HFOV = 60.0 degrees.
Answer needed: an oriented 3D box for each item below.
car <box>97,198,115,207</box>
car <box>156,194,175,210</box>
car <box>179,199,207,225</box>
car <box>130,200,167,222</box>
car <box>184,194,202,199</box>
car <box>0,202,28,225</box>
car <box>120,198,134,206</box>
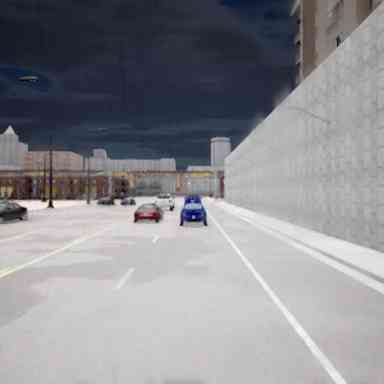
[{"bbox_3d":[-14.037,1.612,54.506,2.033,1.411,5.357,0,0,1],"label":"car"},{"bbox_3d":[-3.422,1.275,42.882,2.150,2.045,5.566,0,0,0],"label":"car"},{"bbox_3d":[0.106,1.507,24.400,1.882,1.535,5.008,0,0,0],"label":"car"},{"bbox_3d":[-3.399,1.596,26.600,1.994,1.385,4.181,0,0,0],"label":"car"},{"bbox_3d":[0.105,1.275,42.683,2.150,2.045,5.566,0,0,0],"label":"car"},{"bbox_3d":[-14.028,1.507,24.504,1.882,1.535,5.008,0,0,1],"label":"car"},{"bbox_3d":[-10.542,1.629,54.904,1.994,1.385,4.181,0,0,0],"label":"car"}]
